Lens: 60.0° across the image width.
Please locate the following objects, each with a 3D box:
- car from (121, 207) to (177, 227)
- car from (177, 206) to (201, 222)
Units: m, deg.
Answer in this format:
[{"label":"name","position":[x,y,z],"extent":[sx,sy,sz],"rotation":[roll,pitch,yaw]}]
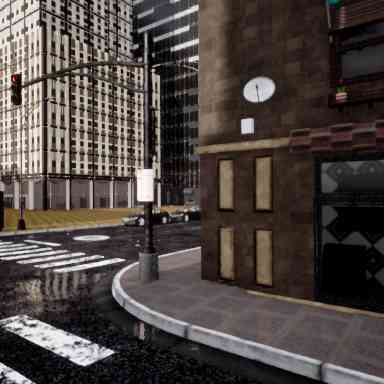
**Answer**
[{"label":"car","position":[-3.555,1.893,25.929],"extent":[2.008,1.369,4.403],"rotation":[-2,-2,35]},{"label":"car","position":[-0.356,1.974,30.488],"extent":[2.008,1.369,4.403],"rotation":[-2,-2,35]}]
